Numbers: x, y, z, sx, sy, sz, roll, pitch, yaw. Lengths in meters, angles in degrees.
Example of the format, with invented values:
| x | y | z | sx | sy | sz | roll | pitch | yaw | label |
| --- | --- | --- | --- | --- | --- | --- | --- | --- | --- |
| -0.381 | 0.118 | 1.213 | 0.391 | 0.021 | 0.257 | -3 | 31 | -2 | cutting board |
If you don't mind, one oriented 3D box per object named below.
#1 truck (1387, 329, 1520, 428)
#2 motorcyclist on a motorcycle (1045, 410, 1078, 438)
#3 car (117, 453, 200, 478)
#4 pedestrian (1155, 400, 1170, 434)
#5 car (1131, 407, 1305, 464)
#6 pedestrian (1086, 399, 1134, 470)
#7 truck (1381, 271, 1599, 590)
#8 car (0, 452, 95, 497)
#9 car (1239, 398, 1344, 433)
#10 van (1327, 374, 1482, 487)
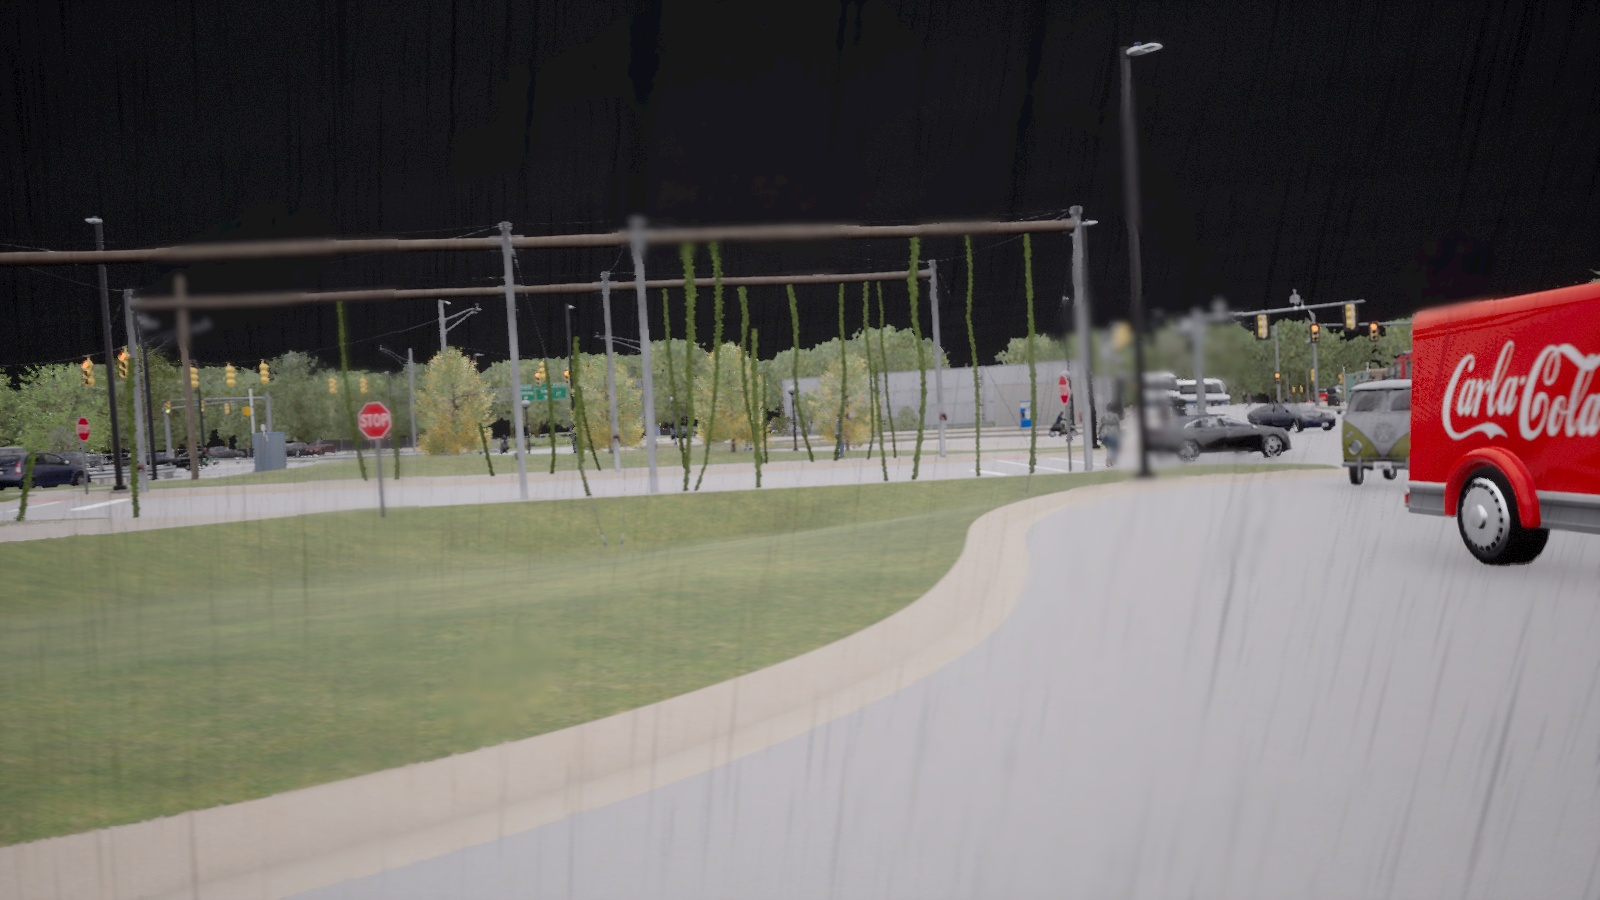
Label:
| x | y | z | sx | sy | sz | roll | pitch | yaw | label |
| --- | --- | --- | --- | --- | --- | --- | --- | --- | --- |
| 28.376 | -3.003 | 55.009 | 2.891 | 3.827 | 8.468 | -3 | 1 | 12 | truck |
| 15.703 | -1.585 | 75.506 | 1.817 | 1.590 | 0.866 | -2 | 2 | 8 | motorcyclist on a motorcycle |
| -42.058 | 1.023 | 82.348 | 4.718 | 1.301 | 1.895 | -3 | 1 | 15 | car |
| 21.429 | -1.968 | 74.276 | 0.659 | 1.952 | 0.873 | -3 | 2 | 11 | pedestrian |
| 13.555 | -0.495 | 40.848 | 4.902 | 1.511 | 2.128 | -4 | 2 | -12 | car |
| 8.403 | -0.427 | 34.075 | 0.874 | 1.855 | 0.900 | -2 | 3 | 39 | pedestrian |
| 7.451 | -0.237 | 10.142 | 2.627 | 2.467 | 5.204 | -4 | 1 | -5 | truck |
| -30.850 | 0.986 | 50.784 | 1.851 | 1.617 | 3.988 | -3 | 1 | 12 | car |
| 23.897 | -1.657 | 61.251 | 2.163 | 1.488 | 4.792 | -3 | 1 | -17 | car |
| 11.847 | -0.377 | 24.464 | 1.775 | 1.987 | 4.442 | -1 | 1 | 38 | van |
